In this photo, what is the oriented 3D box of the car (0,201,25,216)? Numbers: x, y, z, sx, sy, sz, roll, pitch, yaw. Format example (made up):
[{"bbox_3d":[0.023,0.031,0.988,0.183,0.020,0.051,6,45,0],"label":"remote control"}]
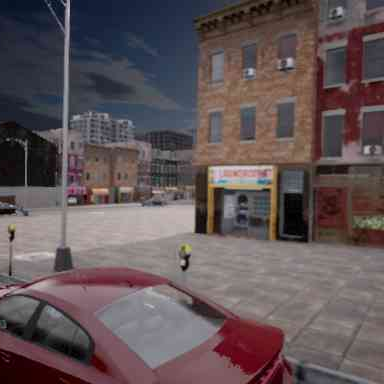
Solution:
[{"bbox_3d":[-19.011,1.664,32.801,2.128,1.511,4.902,2,1,35],"label":"car"}]

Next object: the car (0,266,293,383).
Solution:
[{"bbox_3d":[-1.226,1.539,3.659,4.507,1.381,1.887,0,2,36],"label":"car"}]

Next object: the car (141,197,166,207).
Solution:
[{"bbox_3d":[-6.422,1.680,55.532,1.837,1.490,4.892,2,1,36],"label":"car"}]
